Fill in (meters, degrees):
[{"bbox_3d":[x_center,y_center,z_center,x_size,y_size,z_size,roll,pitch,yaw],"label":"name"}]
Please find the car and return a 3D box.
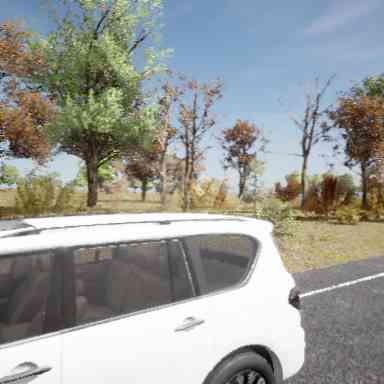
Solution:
[{"bbox_3d":[-1.437,1.249,2.815,5.566,2.045,2.150,1,-1,-34],"label":"car"}]
